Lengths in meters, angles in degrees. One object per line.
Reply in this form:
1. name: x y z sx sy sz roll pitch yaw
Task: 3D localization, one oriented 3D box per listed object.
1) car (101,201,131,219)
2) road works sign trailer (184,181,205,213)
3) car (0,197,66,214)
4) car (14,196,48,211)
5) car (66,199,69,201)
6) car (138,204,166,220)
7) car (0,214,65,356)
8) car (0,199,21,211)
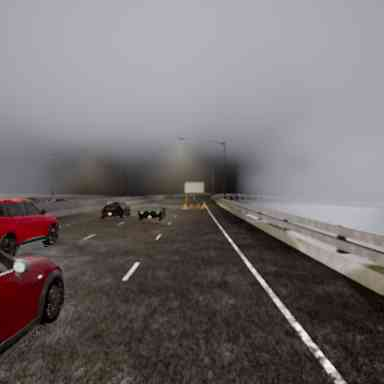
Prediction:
1. car: -6.731 1.544 29.788 1.837 1.490 4.892 0 0 1
2. road works sign trailer: 0.270 0.513 38.582 2.380 3.560 2.880 0 0 1
3. car: -6.868 1.237 12.129 2.150 2.045 5.566 0 0 0
4. car: -20.733 1.406 43.006 2.097 1.767 4.553 0 0 1
5. car: -17.239 1.560 42.945 1.837 1.490 4.892 0 0 1
6. car: -3.251 1.637 28.011 1.895 1.301 4.718 0 0 1
7. car: -3.391 1.357 4.298 2.097 1.767 4.553 0 0 0
8. car: -24.233 1.619 42.987 1.994 1.385 4.181 0 0 1
